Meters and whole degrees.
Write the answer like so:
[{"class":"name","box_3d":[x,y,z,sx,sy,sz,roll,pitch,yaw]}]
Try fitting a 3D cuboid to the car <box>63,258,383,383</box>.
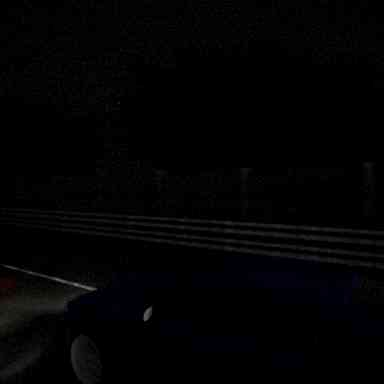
[{"class":"car","box_3d":[0.652,1.475,3.529,5.008,1.535,1.882,0,0,36]}]
